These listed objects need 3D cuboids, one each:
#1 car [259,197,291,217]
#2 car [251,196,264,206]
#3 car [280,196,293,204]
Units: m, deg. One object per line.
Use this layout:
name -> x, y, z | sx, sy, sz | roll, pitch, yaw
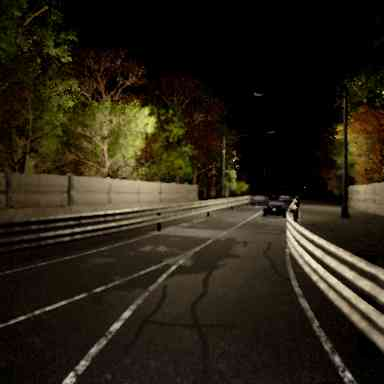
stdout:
car -> 7.338, 1.400, 29.077 | 1.994, 1.385, 4.181 | 0, 1, 18
car -> 9.520, 1.288, 46.971 | 2.033, 1.411, 5.357 | 0, 0, 18
car -> 13.187, 1.252, 47.164 | 2.128, 1.511, 4.902 | 0, 0, 18
